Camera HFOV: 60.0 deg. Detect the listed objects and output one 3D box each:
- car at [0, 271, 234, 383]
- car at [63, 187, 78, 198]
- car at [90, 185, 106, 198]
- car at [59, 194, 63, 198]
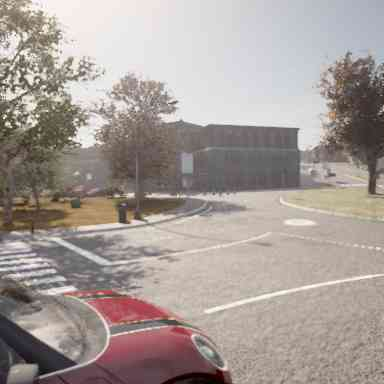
[{"bbox_3d":[-1.835,1.353,2.383,4.553,1.767,2.097,0,0,-35],"label":"car"},{"bbox_3d":[-16.684,0.006,51.512,2.435,2.045,5.566,-1,2,16],"label":"car"},{"bbox_3d":[-14.266,0.219,49.799,2.231,1.521,4.892,-1,2,16],"label":"car"},{"bbox_3d":[-19.072,0.042,53.331,2.435,2.045,5.566,-2,1,16],"label":"car"}]
